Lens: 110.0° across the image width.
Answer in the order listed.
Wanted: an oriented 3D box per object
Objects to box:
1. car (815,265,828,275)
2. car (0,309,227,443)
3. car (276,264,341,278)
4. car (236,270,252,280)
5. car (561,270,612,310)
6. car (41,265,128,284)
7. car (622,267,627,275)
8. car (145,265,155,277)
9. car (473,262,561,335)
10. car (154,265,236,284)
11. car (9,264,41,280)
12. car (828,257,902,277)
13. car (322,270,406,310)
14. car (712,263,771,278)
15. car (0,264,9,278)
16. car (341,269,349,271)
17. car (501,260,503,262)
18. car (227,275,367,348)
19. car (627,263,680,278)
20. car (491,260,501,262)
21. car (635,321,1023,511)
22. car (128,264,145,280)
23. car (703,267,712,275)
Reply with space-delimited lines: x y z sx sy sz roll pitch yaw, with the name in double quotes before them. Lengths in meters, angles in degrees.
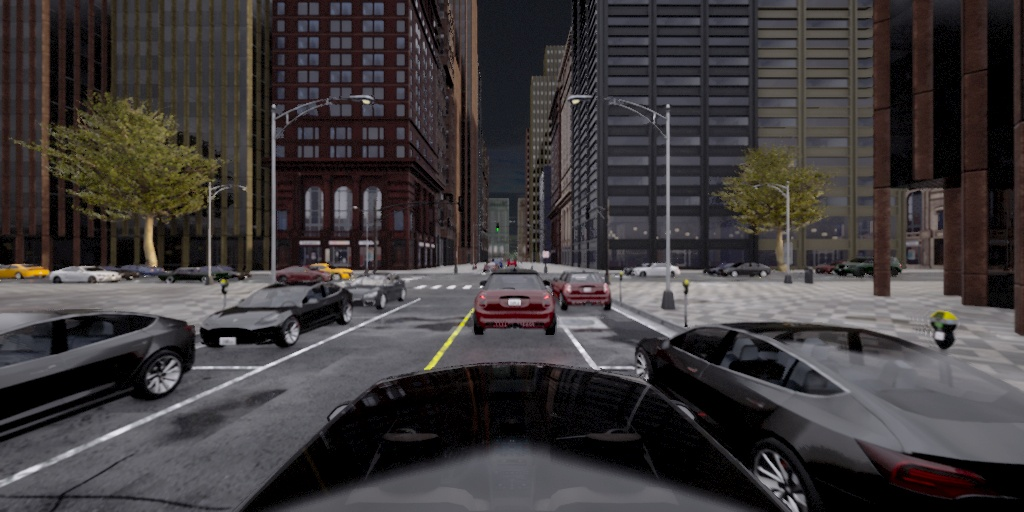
"car" 36.670 1.370 39.940 5.008 1.535 1.882 0 0 0
"car" -5.762 1.329 3.805 1.948 1.339 4.313 0 0 0
"car" -17.243 1.527 29.931 4.674 1.442 1.812 0 0 -2
"car" -27.260 1.582 33.169 5.357 1.411 2.033 0 0 0
"car" 2.773 1.277 15.072 1.967 1.591 4.097 0 0 0
"car" -35.554 1.578 29.910 4.674 1.442 1.812 0 0 0
"car" 14.721 1.464 39.924 4.674 1.442 1.812 0 0 0
"car" -41.969 1.634 39.861 5.357 1.411 2.033 0 0 -2
"car" 0.082 1.161 10.833 2.097 1.767 4.553 0 0 0
"car" -26.344 1.627 29.918 4.718 1.301 1.895 0 0 0
"car" -50.531 1.584 36.587 5.008 1.535 1.882 0 0 0
"car" 36.361 1.112 36.694 5.566 2.045 2.150 0 0 0
"car" -5.752 1.388 15.078 2.007 1.370 4.403 0 0 0
"car" 23.708 1.419 36.684 4.892 1.490 1.837 0 0 0
"car" -46.043 1.560 29.935 5.008 1.535 1.882 0 0 1
"car" -17.317 1.484 33.177 5.008 1.535 1.882 0 0 1
"car" -3.032 1.761 60.897 1.895 1.301 4.718 0 0 0
"car" -5.757 1.366 9.441 1.948 1.339 4.313 0 0 0
"car" 14.684 1.459 36.681 4.674 1.442 1.812 0 0 1
"car" -3.028 1.617 51.542 1.812 1.442 4.674 0 0 1
"car" 2.763 1.329 3.800 1.948 1.339 4.313 0 0 0
"car" -37.894 1.611 33.154 5.357 1.411 2.033 0 0 -1
"car" 24.311 1.465 39.939 5.357 1.411 2.033 0 0 0
